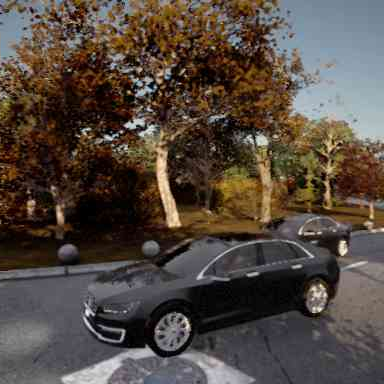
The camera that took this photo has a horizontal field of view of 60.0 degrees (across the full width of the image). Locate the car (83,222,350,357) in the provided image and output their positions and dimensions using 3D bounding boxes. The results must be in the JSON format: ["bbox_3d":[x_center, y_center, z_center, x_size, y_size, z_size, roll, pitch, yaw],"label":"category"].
[{"bbox_3d":[0.583,1.522,6.058,4.892,1.490,1.837,0,0,-29],"label":"car"}]

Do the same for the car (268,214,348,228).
[{"bbox_3d":[3.617,1.542,11.459,4.892,1.490,1.837,0,0,-38],"label":"car"}]
